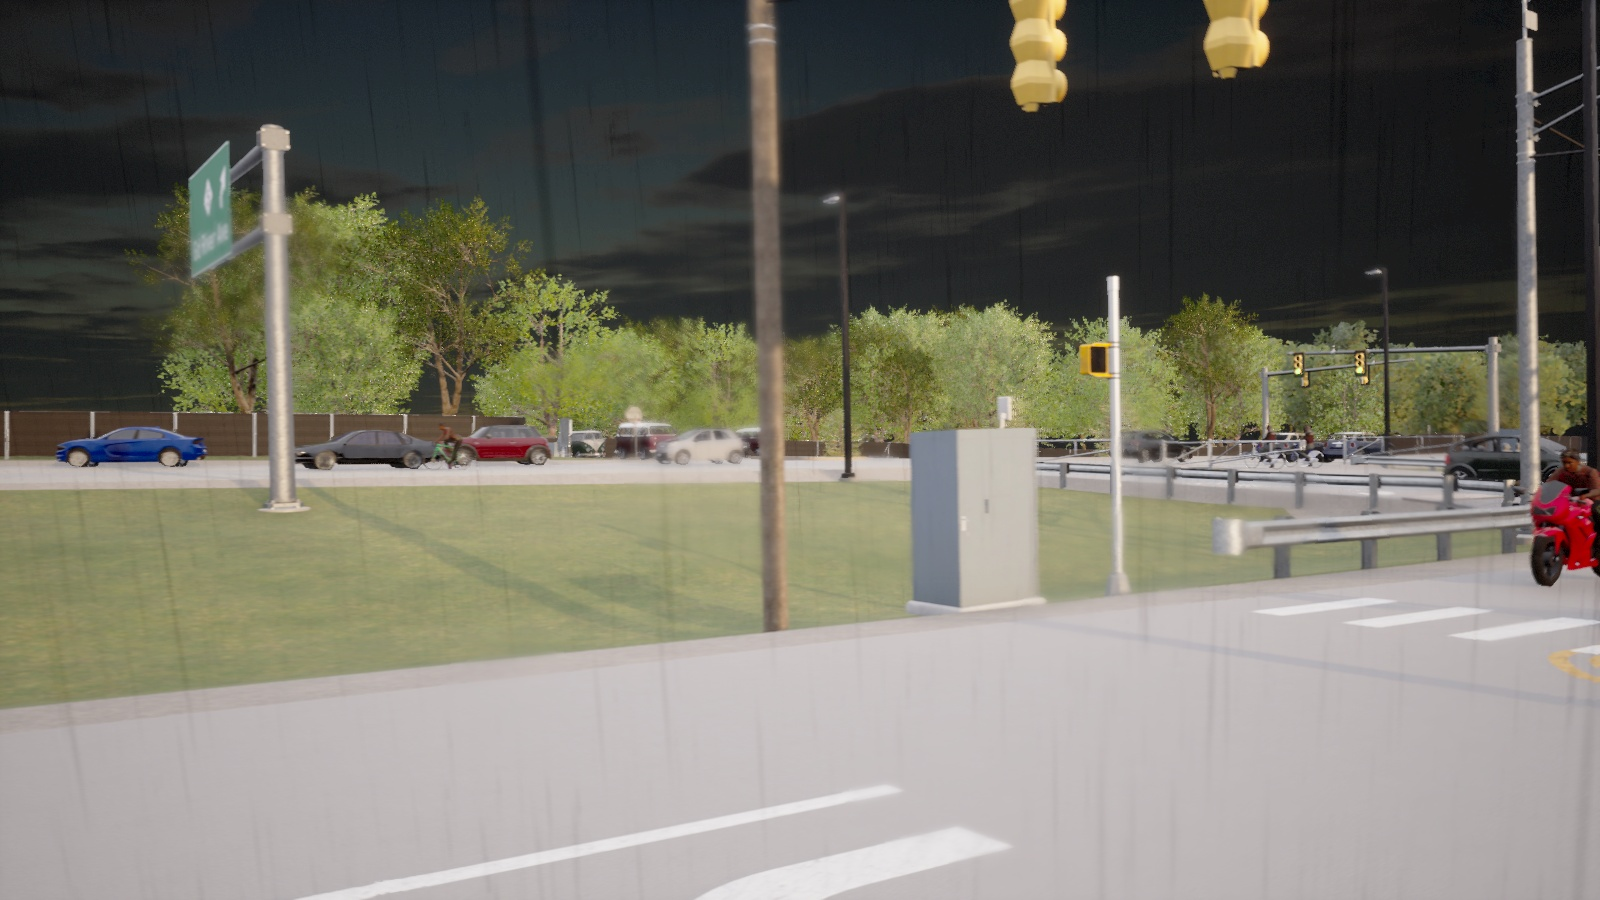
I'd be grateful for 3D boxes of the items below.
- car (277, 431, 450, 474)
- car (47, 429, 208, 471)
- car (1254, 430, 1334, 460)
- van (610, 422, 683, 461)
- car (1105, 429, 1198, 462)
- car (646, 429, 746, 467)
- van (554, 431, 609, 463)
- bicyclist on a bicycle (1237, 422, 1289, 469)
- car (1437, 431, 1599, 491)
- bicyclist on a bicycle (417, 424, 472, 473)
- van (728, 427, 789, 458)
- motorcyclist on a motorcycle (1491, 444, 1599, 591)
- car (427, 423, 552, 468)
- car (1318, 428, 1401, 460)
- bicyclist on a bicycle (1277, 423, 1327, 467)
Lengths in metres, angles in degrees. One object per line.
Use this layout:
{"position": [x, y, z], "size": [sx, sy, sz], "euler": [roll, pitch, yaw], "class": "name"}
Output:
{"position": [-15.255, 0.058, 44.014], "size": [5.357, 1.411, 2.033], "euler": [-1, 0, -35], "class": "car"}
{"position": [-25.065, -0.021, 46.993], "size": [5.008, 1.535, 1.882], "euler": [0, 0, -16], "class": "car"}
{"position": [24.888, -0.262, 63.220], "size": [3.806, 1.475, 1.970], "euler": [0, 0, -35], "class": "car"}
{"position": [-8.361, -0.431, 68.170], "size": [2.069, 2.038, 4.480], "euler": [-1, 0, -35], "class": "van"}
{"position": [15.986, -0.198, 57.077], "size": [4.193, 1.474, 1.816], "euler": [0, 0, -35], "class": "car"}
{"position": [-4.257, -0.083, 51.607], "size": [3.633, 1.501, 1.845], "euler": [-1, 0, -35], "class": "car"}
{"position": [-14.442, -0.203, 82.911], "size": [1.775, 1.987, 4.442], "euler": [-2, 0, -35], "class": "van"}
{"position": [18.362, -0.192, 49.790], "size": [0.659, 1.776, 1.843], "euler": [-1, 2, -36], "class": "bicyclist on a bicycle"}
{"position": [19.590, 0.284, 34.080], "size": [1.789, 1.549, 3.705], "euler": [-1, 0, -35], "class": "car"}
{"position": [-11.911, -0.060, 42.070], "size": [1.656, 1.620, 0.582], "euler": [-1, 0, -35], "class": "bicyclist on a bicycle"}
{"position": [-2.902, -0.511, 86.500], "size": [2.069, 2.038, 4.480], "euler": [-2, 1, -34], "class": "van"}
{"position": [8.694, 0.705, 14.118], "size": [2.044, 1.523, 0.797], "euler": [-1, 0, -35], "class": "motorcyclist on a motorcycle"}
{"position": [-12.679, -0.182, 51.289], "size": [4.553, 1.767, 2.097], "euler": [0, 0, -29], "class": "car"}
{"position": [26.900, -0.273, 60.357], "size": [3.806, 1.475, 1.970], "euler": [0, 0, -35], "class": "car"}
{"position": [20.886, -0.217, 52.279], "size": [0.659, 1.776, 1.843], "euler": [0, 2, -36], "class": "bicyclist on a bicycle"}
